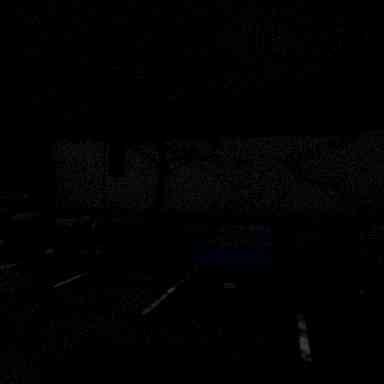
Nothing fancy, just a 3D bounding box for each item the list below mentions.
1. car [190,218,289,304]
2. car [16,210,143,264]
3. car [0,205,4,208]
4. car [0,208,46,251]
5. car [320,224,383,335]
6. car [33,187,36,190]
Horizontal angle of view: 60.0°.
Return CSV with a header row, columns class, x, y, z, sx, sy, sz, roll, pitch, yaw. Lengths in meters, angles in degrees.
class,x,y,z,sx,sy,sz,roll,pitch,yaw
car,1.386,1.482,8.500,2.097,1.535,5.008,0,-1,16
car,-3.413,1.495,11.955,2.231,1.521,4.892,0,-1,17
car,-8.149,1.515,15.499,2.231,1.521,4.892,0,-1,18
car,-5.790,1.504,13.718,2.231,1.521,4.892,0,-1,17
car,3.796,1.481,6.777,2.097,1.535,5.008,1,-1,16
car,-39.253,-0.595,84.509,4.674,1.452,2.002,2,5,38
